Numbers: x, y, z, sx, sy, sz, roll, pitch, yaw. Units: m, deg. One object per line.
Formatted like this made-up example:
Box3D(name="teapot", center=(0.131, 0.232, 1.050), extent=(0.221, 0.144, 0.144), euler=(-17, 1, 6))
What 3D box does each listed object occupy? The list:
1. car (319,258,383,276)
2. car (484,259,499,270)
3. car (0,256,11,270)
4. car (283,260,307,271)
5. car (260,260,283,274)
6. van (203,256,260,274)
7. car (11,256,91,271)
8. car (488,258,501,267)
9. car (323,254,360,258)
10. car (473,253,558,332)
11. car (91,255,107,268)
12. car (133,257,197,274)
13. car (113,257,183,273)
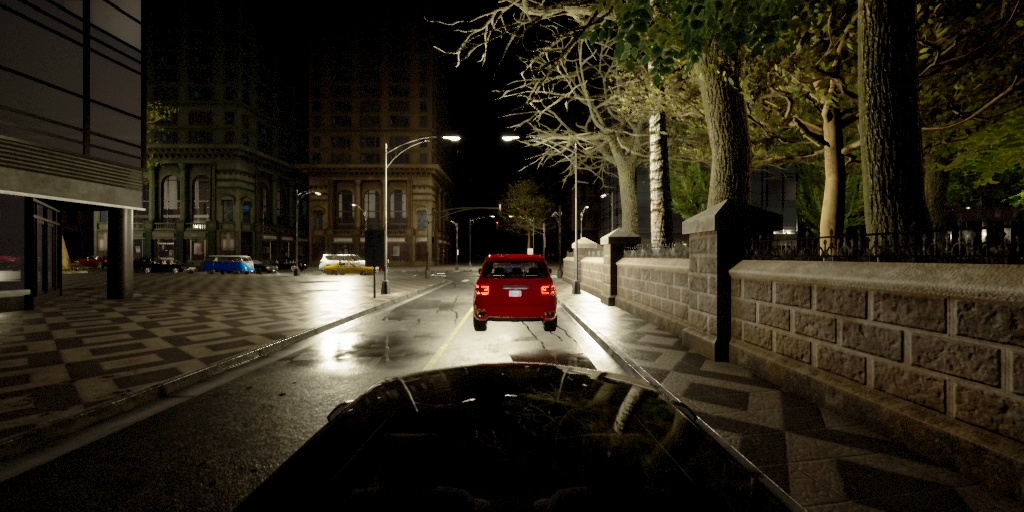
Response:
Box3D(name="car", center=(-14.941, 1.150, 33.378), extent=(4.829, 1.417, 1.751), euler=(0, 0, 0))
Box3D(name="car", center=(-3.119, 1.227, 54.057), extent=(2.033, 1.411, 5.357), euler=(0, 0, -4))
Box3D(name="car", center=(-48.827, 0.745, 33.576), extent=(4.403, 1.370, 2.007), euler=(0, 0, 0))
Box3D(name="car", center=(-26.312, 1.069, 41.971), extent=(4.313, 1.339, 1.948), euler=(0, 0, 0))
Box3D(name="car", center=(-26.606, 1.047, 36.113), extent=(5.357, 1.411, 2.033), euler=(1, 0, 1))
Box3D(name="van", center=(-26.353, 0.844, 33.445), extent=(3.998, 1.789, 1.690), euler=(0, 0, 0))
Box3D(name="car", center=(-43.040, 0.802, 33.542), extent=(4.829, 1.417, 1.751), euler=(0, 0, 0))
Box3D(name="car", center=(-3.061, 1.161, 64.091), extent=(2.033, 1.411, 5.357), euler=(0, 0, 0))
Box3D(name="car", center=(-16.372, 0.834, 36.051), extent=(5.566, 2.045, 2.150), euler=(1, 0, 1))
Box3D(name="car", center=(0.098, 0.972, 11.066), extent=(2.150, 2.045, 5.566), euler=(0, 0, 0))
Box3D(name="car", center=(-48.785, 0.634, 42.101), extent=(4.097, 1.591, 1.967), euler=(0, 0, 0))
Box3D(name="car", center=(-31.970, 0.983, 33.478), extent=(4.403, 1.370, 2.007), euler=(0, 0, 0))
Box3D(name="car", center=(-36.612, 0.861, 36.182), extent=(4.902, 1.511, 2.128), euler=(1, 0, 0))
